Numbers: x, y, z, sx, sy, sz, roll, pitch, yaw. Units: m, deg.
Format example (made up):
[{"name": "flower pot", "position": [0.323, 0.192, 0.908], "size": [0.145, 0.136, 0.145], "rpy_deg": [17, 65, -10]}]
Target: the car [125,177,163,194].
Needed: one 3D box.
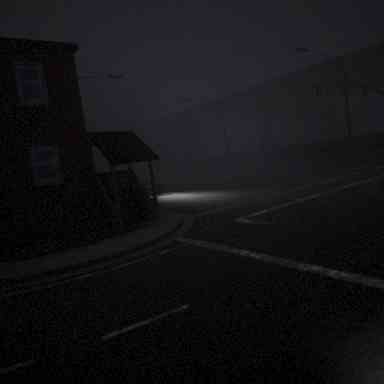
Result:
[{"name": "car", "position": [-4.290, -0.493, 28.753], "size": [2.128, 1.511, 4.902], "rpy_deg": [-12, 7, -34]}]
